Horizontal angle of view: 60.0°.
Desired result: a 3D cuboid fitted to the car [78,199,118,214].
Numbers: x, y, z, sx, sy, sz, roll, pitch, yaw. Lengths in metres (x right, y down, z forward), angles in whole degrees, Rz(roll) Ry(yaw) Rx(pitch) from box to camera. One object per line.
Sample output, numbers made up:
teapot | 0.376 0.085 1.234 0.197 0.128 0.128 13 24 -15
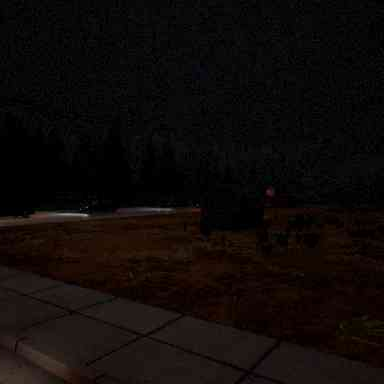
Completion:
car | -10.252 1.553 36.615 1.812 1.442 4.674 0 0 37

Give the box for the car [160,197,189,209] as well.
car | -2.500 1.505 47.078 1.882 1.535 5.008 0 0 37

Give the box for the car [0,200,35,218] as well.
car | -16.171 1.504 28.617 1.882 1.535 5.008 0 0 36

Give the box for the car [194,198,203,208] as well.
car | 2.195 1.532 47.239 1.837 1.490 4.892 0 0 36
